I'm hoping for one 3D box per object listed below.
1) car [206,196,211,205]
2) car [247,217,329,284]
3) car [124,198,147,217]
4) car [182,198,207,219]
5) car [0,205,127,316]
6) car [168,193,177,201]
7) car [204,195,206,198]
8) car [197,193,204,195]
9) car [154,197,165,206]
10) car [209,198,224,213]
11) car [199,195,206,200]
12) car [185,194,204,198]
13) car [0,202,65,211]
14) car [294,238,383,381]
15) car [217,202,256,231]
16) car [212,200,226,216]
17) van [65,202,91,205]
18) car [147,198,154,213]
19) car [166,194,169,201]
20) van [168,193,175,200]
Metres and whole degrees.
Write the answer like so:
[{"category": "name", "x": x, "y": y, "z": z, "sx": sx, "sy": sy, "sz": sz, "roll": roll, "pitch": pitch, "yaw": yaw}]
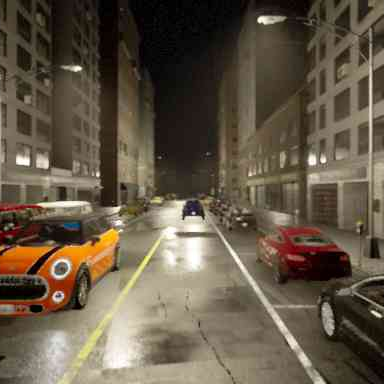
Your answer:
[{"category": "car", "x": 2.859, "y": 1.414, "z": 36.860, "sx": 1.967, "sy": 1.590, "sz": 4.097, "roll": 0, "pitch": 0, "yaw": 0}, {"category": "car", "x": 2.857, "y": 1.578, "z": 9.230, "sx": 1.802, "sy": 1.307, "sz": 4.206, "roll": 0, "pitch": 0, "yaw": 0}, {"category": "car", "x": -5.667, "y": 1.504, "z": 31.165, "sx": 1.752, "sy": 1.417, "sz": 4.829, "roll": 0, "pitch": 0, "yaw": 0}, {"category": "car", "x": 0.111, "y": 1.507, "z": 28.526, "sx": 1.812, "sy": 1.442, "sz": 4.674, "roll": 0, "pitch": 0, "yaw": 0}, {"category": "car", "x": -3.093, "y": 1.348, "z": 7.764, "sx": 2.097, "sy": 1.767, "sz": 4.553, "roll": 0, "pitch": 0, "yaw": 0}, {"category": "car", "x": -5.664, "y": 1.271, "z": 85.738, "sx": 2.192, "sy": 1.841, "sz": 5.009, "roll": 0, "pitch": 0, "yaw": 0}, {"category": "car", "x": 2.860, "y": 1.489, "z": 53.607, "sx": 1.752, "sy": 1.417, "sz": 4.829, "roll": 0, "pitch": 0, "yaw": 0}, {"category": "car", "x": 2.862, "y": 1.500, "z": 85.736, "sx": 1.887, "sy": 1.381, "sz": 4.507, "roll": 0, "pitch": 0, "yaw": 0}, {"category": "car", "x": -5.666, "y": 1.489, "z": 53.268, "sx": 1.752, "sy": 1.417, "sz": 4.829, "roll": 0, "pitch": 0, "yaw": 0}, {"category": "car", "x": 2.858, "y": 1.561, "z": 31.334, "sx": 1.802, "sy": 1.307, "sz": 4.206, "roll": 0, "pitch": 0, "yaw": 0}, {"category": "car", "x": 2.863, "y": 1.521, "z": 91.238, "sx": 1.947, "sy": 1.339, "sz": 4.313, "roll": 0, "pitch": 0, "yaw": 0}, {"category": "car", "x": 0.104, "y": 1.459, "z": 45.460, "sx": 2.128, "sy": 1.511, "sz": 4.902, "roll": 0, "pitch": 0, "yaw": 0}, {"category": "car", "x": -5.669, "y": 1.311, "z": 9.232, "sx": 2.192, "sy": 1.841, "sz": 5.009, "roll": 0, "pitch": 0, "yaw": 0}, {"category": "car", "x": 2.856, "y": 1.549, "z": 3.704, "sx": 2.008, "sy": 1.369, "sz": 4.403, "roll": 0, "pitch": 0, "yaw": 0}, {"category": "car", "x": 2.857, "y": 1.539, "z": 20.283, "sx": 2.008, "sy": 1.369, "sz": 4.403, "roll": 0, "pitch": 0, "yaw": 0}, {"category": "car", "x": 2.858, "y": 1.534, "z": 25.808, "sx": 2.008, "sy": 1.369, "sz": 4.403, "roll": 0, "pitch": 0, "yaw": 0}, {"category": "van", "x": -5.666, "y": 1.333, "z": 14.756, "sx": 1.690, "sy": 1.788, "sz": 3.998, "roll": 0, "pitch": 0, "yaw": 0}, {"category": "car", "x": -5.667, "y": 1.415, "z": 36.861, "sx": 1.967, "sy": 1.590, "sz": 4.097, "roll": 0, "pitch": 0, "yaw": 0}, {"category": "car", "x": -5.665, "y": 1.512, "z": 58.963, "sx": 2.008, "sy": 1.369, "sz": 4.403, "roll": 0, "pitch": 0, "yaw": 0}, {"category": "van", "x": -5.663, "y": 1.296, "z": 91.239, "sx": 1.690, "sy": 1.788, "sz": 3.998, "roll": 0, "pitch": 0, "yaw": 0}]
